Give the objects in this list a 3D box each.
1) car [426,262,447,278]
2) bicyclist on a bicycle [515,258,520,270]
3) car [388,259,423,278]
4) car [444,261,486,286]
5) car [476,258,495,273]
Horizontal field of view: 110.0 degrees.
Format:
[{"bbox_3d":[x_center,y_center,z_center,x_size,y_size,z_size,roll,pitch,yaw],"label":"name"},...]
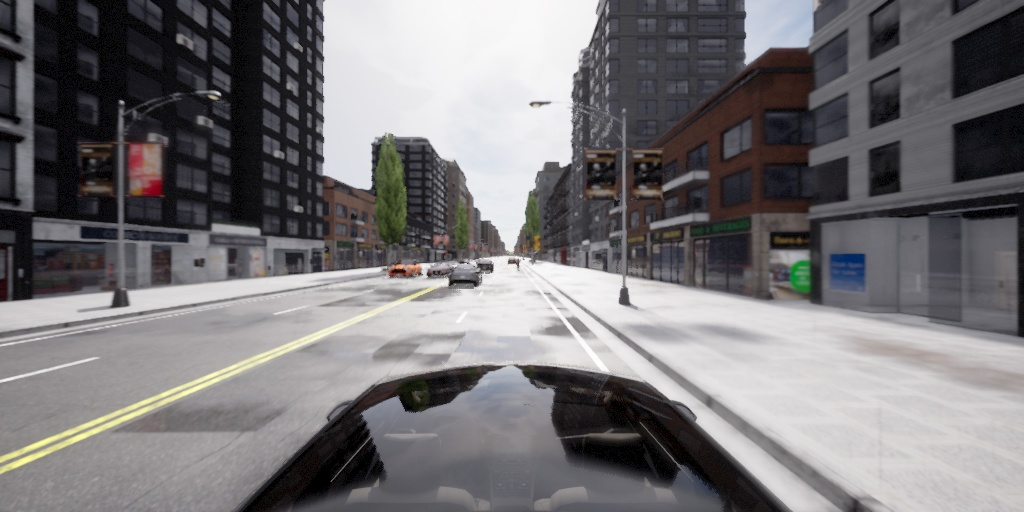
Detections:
[{"bbox_3d":[-6.595,1.285,33.403,1.994,1.385,4.181,0,0,0],"label":"car"},{"bbox_3d":[0.888,1.148,49.351,0.582,1.620,1.656,0,0,0],"label":"bicyclist on a bicycle"},{"bbox_3d":[-9.845,1.073,33.397,2.097,1.767,4.553,0,0,0],"label":"car"},{"bbox_3d":[-3.152,1.297,24.905,1.994,1.385,4.181,0,0,0],"label":"car"},{"bbox_3d":[-3.154,1.182,43.471,1.882,1.535,5.008,0,0,0],"label":"car"}]
